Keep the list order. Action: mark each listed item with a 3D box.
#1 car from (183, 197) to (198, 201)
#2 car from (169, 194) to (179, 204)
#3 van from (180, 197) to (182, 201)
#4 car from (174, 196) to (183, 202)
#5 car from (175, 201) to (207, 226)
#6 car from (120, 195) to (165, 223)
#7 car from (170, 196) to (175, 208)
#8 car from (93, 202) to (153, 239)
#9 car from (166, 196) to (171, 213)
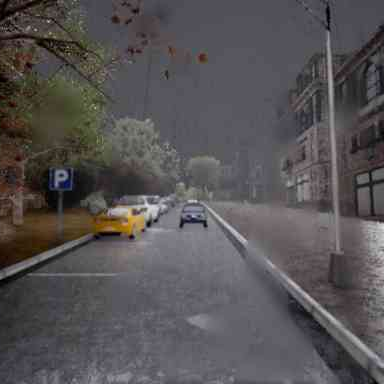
[{"bbox_3d":[0.088,1.585,41.930,1.812,1.442,4.674,0,0,0],"label":"car"},{"bbox_3d":[-3.670,1.433,50.952,2.185,1.767,4.553,0,0,2],"label":"car"},{"bbox_3d":[-3.670,1.370,67.812,1.878,1.987,4.442,0,0,2],"label":"van"},{"bbox_3d":[-3.664,1.940,89.968,2.163,1.488,4.792,1,-2,2],"label":"car"},{"bbox_3d":[0.093,1.577,23.375,2.033,1.411,5.357,0,0,0],"label":"car"},{"bbox_3d":[-3.659,1.258,23.161,2.435,2.045,5.566,0,0,2],"label":"car"},{"bbox_3d":[-3.665,1.535,39.836,2.097,1.535,5.008,0,0,2],"label":"car"},{"bbox_3d":[-3.658,1.503,17.556,2.097,1.535,5.008,0,0,2],"label":"car"},{"bbox_3d":[-3.656,1.523,34.457,1.946,1.575,5.366,0,0,2],"label":"car"}]
